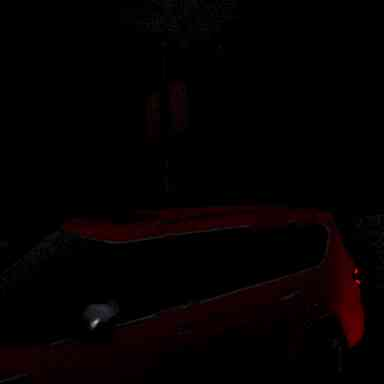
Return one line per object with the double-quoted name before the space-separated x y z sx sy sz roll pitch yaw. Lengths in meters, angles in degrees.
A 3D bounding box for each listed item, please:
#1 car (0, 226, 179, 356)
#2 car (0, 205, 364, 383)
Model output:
"car" -3.025 1.542 5.520 5.357 1.411 2.033 -1 0 -35
"car" -0.520 1.209 3.312 5.566 2.045 2.150 -1 0 -35
